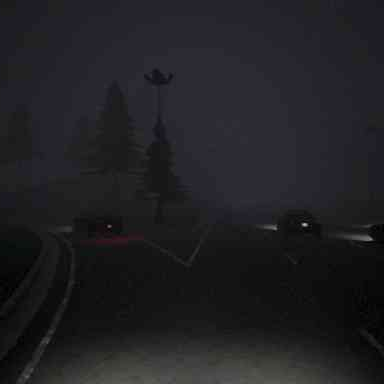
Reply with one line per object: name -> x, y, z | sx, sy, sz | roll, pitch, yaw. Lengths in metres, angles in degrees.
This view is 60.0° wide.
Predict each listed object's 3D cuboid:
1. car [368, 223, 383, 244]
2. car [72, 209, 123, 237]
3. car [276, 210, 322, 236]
car -> 9.044, 1.629, 13.373 | 2.033, 1.411, 5.357 | 0, -1, 6
car -> -5.798, 1.743, 20.132 | 1.882, 1.535, 5.008 | 1, -1, -32
car -> 6.210, 1.735, 19.659 | 1.994, 1.385, 4.181 | 0, -1, 6
